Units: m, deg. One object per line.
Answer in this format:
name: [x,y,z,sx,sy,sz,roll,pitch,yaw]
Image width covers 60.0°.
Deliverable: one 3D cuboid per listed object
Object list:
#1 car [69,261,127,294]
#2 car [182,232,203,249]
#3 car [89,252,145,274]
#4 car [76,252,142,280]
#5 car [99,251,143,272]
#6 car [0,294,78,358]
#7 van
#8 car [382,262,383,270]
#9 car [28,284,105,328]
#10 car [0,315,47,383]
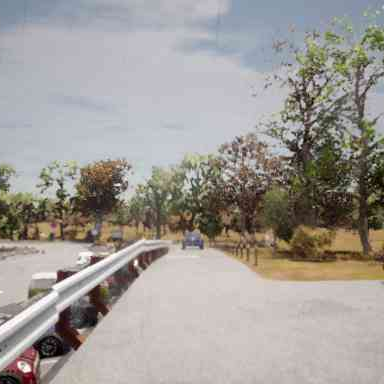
car: [-6.931,5.839,21.917,4.553,1.767,2.185,2,-3,-20]
car: [0.032,5.015,34.879,2.097,1.767,4.553,0,-8,-1]
car: [-6.984,6.550,30.973,4.792,1.488,2.163,2,-4,-20]
car: [-6.995,5.896,24.917,5.566,2.045,2.435,2,-3,-20]
car: [-6.967,6.084,27.972,5.566,2.045,2.435,2,-4,-20]
car: [-6.965,5.282,12.863,4.553,1.767,2.185,2,-4,-20]
van: [-6.842,5.557,18.946,4.442,1.987,1.878,2,-4,-20]
car: [7.743,1.854,9.045,4.674,1.442,1.812,-1,-3,1]
car: [-6.933,5.595,15.870,4.892,1.521,2.231,2,-3,-20]
car: [-6.944,5.096,9.839,4.553,1.767,2.185,2,-4,-20]
